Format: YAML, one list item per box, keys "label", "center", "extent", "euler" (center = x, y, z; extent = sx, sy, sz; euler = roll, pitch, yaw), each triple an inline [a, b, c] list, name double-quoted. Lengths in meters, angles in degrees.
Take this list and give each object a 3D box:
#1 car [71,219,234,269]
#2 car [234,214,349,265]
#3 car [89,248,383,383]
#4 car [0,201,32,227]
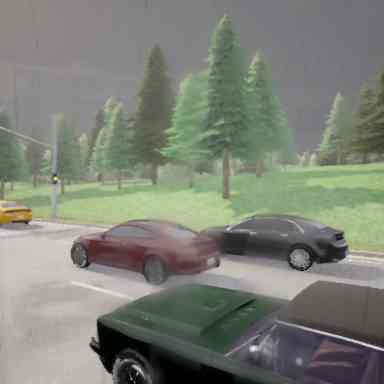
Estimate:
- label: "car"
  center: [-1.411, 1.481, 9.292]
  extent: [4.674, 1.442, 1.812]
  euler: [0, 0, 36]
- label: "car"
  center: [2.421, 1.474, 10.863]
  extent: [4.892, 1.490, 1.837]
  euler: [0, 0, 35]
- label: "car"
  center: [1.184, 1.595, 3.150]
  extent: [4.718, 1.301, 1.895]
  euler: [1, 0, 36]
- label: "car"
  center: [-12.233, 1.323, 21.315]
  extent: [5.008, 1.535, 1.882]
  euler: [1, 0, 35]
